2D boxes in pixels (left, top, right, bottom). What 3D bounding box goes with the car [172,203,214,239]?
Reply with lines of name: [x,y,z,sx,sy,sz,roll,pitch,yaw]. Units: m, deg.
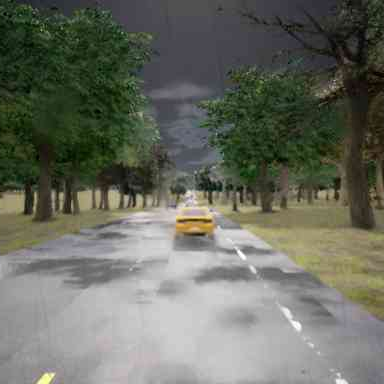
car: [0.125,1.521,17.505,1.882,1.535,5.008,0,0,0]

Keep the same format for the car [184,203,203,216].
car: [0.161,1.868,36.897,1.895,1.301,4.718,0,-1,0]

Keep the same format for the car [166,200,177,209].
car: [-3.399,2.182,57.311,1.837,1.490,4.892,0,-1,0]
